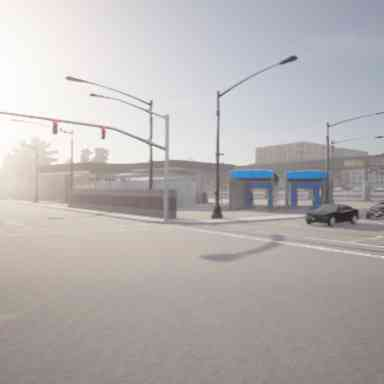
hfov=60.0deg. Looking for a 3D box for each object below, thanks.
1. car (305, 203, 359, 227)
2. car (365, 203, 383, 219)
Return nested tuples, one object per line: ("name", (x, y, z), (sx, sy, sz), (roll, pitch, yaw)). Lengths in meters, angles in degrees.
("car", (10.338, 1.602, 24.419), (5.008, 1.535, 1.882), (0, 0, -38))
("car", (17.565, 1.703, 30.391), (4.674, 1.442, 1.812), (0, 0, -45))
